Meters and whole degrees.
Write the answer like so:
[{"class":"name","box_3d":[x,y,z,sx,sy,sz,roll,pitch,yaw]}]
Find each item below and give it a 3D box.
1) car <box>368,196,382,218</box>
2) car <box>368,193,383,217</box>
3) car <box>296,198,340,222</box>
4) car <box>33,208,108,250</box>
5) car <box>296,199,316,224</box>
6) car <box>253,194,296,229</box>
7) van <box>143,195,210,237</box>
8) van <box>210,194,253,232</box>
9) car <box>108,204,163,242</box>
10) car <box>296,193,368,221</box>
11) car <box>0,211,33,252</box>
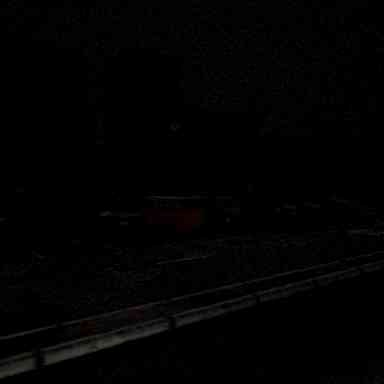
[{"class":"car","box_3d":[12.283,1.364,27.633,1.946,1.575,5.366,0,0,-35]},{"class":"car","box_3d":[14.638,1.110,29.118,2.435,2.045,5.566,0,0,-35]},{"class":"car","box_3d":[7.812,1.420,24.218,2.002,1.452,4.674,0,0,-35]},{"class":"car","box_3d":[-5.703,1.474,14.564,2.163,1.488,4.792,0,0,-35]},{"class":"car","box_3d":[5.601,1.428,22.644,2.002,1.452,4.674,0,0,-35]},{"class":"car","box_3d":[3.318,1.146,21.057,2.435,2.045,5.566,0,0,-35]},{"class":"van","box_3d":[-1.261,1.193,17.906,1.878,1.987,4.442,0,0,-35]},{"class":"van","box_3d":[1.137,1.181,19.327,1.878,1.987,4.442,0,0,-35]},{"class":"car","box_3d":[-3.557,1.472,16.125,2.002,1.452,4.674,0,0,-35]},{"class":"car","box_3d":[10.041,1.122,25.774,2.435,2.045,5.566,0,0,-35]},{"class":"car","box_3d":[-7.980,1.461,12.971,2.231,1.521,4.892,0,0,-35]}]
